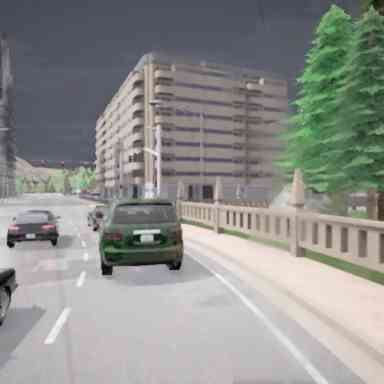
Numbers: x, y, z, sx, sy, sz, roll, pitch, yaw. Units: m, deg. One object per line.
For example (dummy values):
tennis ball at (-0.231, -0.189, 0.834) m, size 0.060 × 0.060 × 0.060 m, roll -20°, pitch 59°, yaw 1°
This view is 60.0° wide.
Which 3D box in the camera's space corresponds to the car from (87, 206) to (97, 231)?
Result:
car at (-5.266, 1.513, 20.311) m, size 2.033 × 1.411 × 5.357 m, roll 0°, pitch 0°, yaw -22°

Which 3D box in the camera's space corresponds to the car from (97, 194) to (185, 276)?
car at (-1.812, 1.201, 10.592) m, size 2.150 × 2.045 × 5.566 m, roll 0°, pitch 0°, yaw -16°

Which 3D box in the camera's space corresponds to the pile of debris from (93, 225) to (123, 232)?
pile of debris at (-4.991, 2.141, 19.661) m, size 1.500 × 0.140 × 1.860 m, roll 0°, pitch 0°, yaw -23°

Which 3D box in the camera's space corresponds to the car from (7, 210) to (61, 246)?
car at (-6.901, 1.509, 14.777) m, size 1.812 × 1.442 × 4.674 m, roll 0°, pitch 0°, yaw -20°

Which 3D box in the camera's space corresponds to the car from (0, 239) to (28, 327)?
car at (-3.869, 1.602, 3.935) m, size 1.895 × 1.301 × 4.718 m, roll 0°, pitch 0°, yaw -6°
